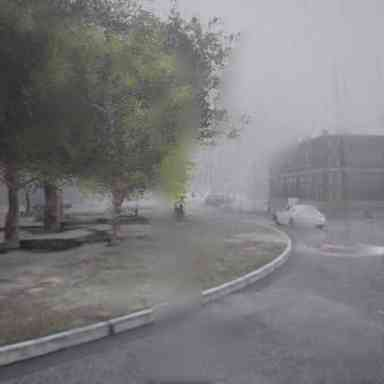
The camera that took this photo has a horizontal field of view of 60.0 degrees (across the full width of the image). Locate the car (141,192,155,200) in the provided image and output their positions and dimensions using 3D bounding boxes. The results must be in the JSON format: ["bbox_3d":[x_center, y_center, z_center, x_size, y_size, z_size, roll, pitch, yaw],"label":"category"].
[{"bbox_3d":[-13.287,0.914,86.233,5.566,2.045,2.435,0,1,5],"label":"car"}]

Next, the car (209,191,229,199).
[{"bbox_3d":[7.619,0.805,93.876,5.566,2.045,2.435,0,1,5],"label":"car"}]

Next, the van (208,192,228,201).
[{"bbox_3d":[5.848,1.073,74.501,4.442,1.987,1.878,0,1,5],"label":"van"}]

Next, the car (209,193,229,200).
[{"bbox_3d":[6.922,1.164,85.446,4.892,1.521,2.231,0,1,5],"label":"car"}]

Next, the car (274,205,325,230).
[{"bbox_3d":[6.732,1.536,21.178,1.812,1.442,4.674,0,0,-5],"label":"car"}]

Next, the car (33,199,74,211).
[{"bbox_3d":[-16.942,1.540,40.768,4.674,1.442,1.812,0,0,-11],"label":"car"}]

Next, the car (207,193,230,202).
[{"bbox_3d":[5.214,1.393,66.184,4.792,1.488,2.163,0,0,5],"label":"car"}]

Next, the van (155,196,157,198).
[{"bbox_3d":[-12.670,0.872,91.715,4.442,1.987,1.878,0,1,5],"label":"van"}]

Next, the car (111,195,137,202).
[{"bbox_3d":[-14.646,1.213,69.739,4.553,1.767,2.185,0,0,5],"label":"car"}]

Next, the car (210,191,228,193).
[{"bbox_3d":[5.744,1.199,71.592,4.553,1.767,2.185,0,0,5],"label":"car"}]

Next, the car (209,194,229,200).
[{"bbox_3d":[6.680,1.197,82.802,5.008,1.535,2.097,0,1,5],"label":"car"}]

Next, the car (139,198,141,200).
[{"bbox_3d":[-14.446,1.316,72.496,5.008,1.535,2.097,0,0,5],"label":"car"}]

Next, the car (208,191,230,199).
[{"bbox_3d":[7.184,0.876,88.208,5.566,2.045,2.435,0,1,5],"label":"car"}]
